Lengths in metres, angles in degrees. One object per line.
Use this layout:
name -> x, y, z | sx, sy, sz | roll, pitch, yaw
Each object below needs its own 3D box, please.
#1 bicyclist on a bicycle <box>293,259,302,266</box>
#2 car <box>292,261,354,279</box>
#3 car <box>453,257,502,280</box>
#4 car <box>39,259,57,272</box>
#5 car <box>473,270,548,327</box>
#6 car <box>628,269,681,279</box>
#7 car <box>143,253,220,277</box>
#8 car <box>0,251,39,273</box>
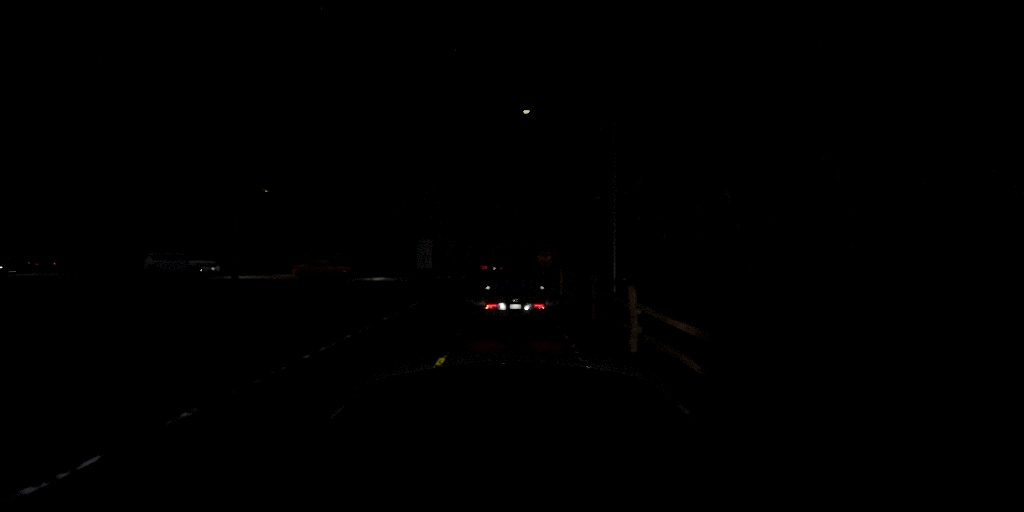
bicyclist on a bicycle -> -22.438, 1.085, 37.550 | 0.582, 1.620, 1.656 | 1, 0, 1
car -> -16.508, 1.177, 31.509 | 5.008, 1.535, 1.882 | 1, 0, 1
car -> -3.002, 1.082, 30.578 | 2.150, 2.045, 5.566 | 2, -1, -36
car -> -47.054, 0.878, 34.745 | 4.181, 1.385, 1.994 | 1, 0, 1
car -> 0.097, 1.339, 11.608 | 2.033, 1.411, 5.357 | 0, 0, 0
car -> 13.921, 1.609, 34.117 | 5.357, 1.411, 2.033 | 1, 0, 1
car -> -29.127, 0.763, 31.644 | 5.566, 2.045, 2.150 | 1, 0, 1
car -> -46.477, 0.545, 31.888 | 5.566, 2.045, 2.150 | 0, 0, 1
